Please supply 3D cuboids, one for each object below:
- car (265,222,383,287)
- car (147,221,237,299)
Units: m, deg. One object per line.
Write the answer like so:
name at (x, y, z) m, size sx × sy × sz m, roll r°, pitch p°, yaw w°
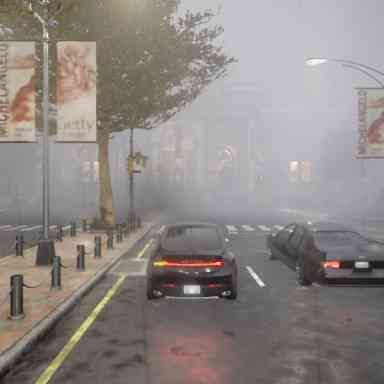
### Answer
car at (3.494, 1.547, 9.362) m, size 2.033 × 1.411 × 5.357 m, roll 0°, pitch 0°, yaw 0°
car at (-0.004, 1.505, 8.397) m, size 1.837 × 1.490 × 4.892 m, roll 0°, pitch 0°, yaw 0°
